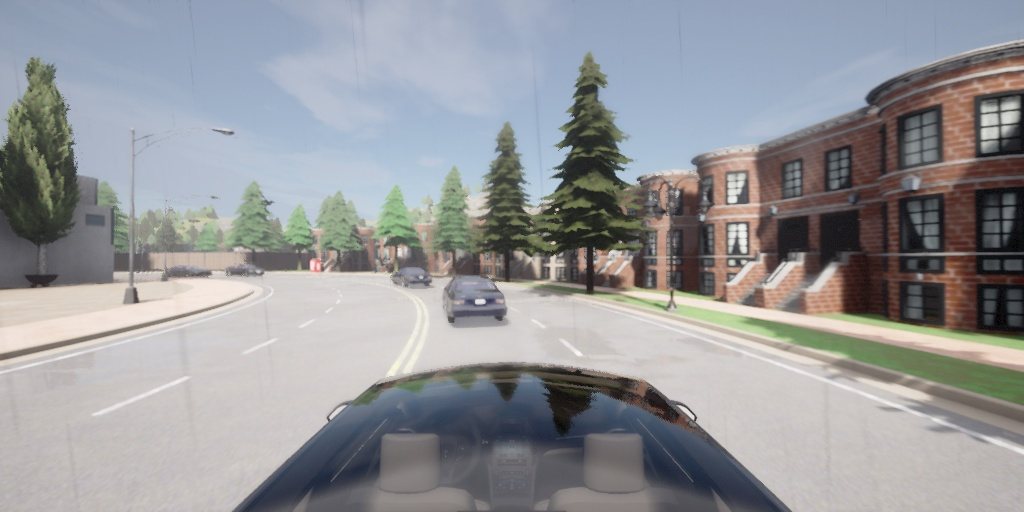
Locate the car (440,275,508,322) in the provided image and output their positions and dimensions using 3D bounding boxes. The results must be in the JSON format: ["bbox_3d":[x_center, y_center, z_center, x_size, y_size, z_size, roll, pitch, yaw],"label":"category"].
[{"bbox_3d":[-1.510,1.407,12.926,2.033,1.411,5.357,0,-1,-13],"label":"car"}]

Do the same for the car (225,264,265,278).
[{"bbox_3d":[-31.148,1.697,41.851,4.902,1.511,2.128,0,-1,21],"label":"car"}]

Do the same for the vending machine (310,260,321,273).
[{"bbox_3d":[-29.054,1.501,53.010,0.880,2.100,1.100,0,0,19],"label":"vending machine"}]

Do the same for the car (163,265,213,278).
[{"bbox_3d":[-36.103,1.748,39.936,5.357,1.411,2.033,0,-1,16],"label":"car"}]

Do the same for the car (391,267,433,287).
[{"bbox_3d":[-7.667,1.556,27.091,2.033,1.411,5.357,0,-1,-32],"label":"car"}]
